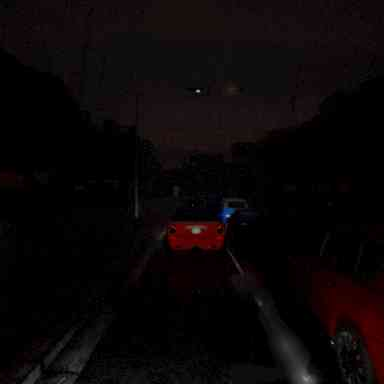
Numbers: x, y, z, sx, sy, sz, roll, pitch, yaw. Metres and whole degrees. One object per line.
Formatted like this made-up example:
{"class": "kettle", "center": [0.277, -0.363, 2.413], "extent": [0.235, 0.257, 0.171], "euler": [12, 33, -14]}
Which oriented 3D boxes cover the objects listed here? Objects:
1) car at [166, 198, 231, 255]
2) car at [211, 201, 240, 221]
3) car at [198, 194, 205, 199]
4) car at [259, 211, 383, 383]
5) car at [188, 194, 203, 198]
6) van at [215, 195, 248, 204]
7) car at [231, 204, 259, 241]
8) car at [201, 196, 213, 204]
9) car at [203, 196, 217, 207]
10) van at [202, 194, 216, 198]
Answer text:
{"class": "car", "center": [0.100, 1.309, 13.240], "extent": [2.097, 1.767, 4.553], "euler": [0, 0, -1]}
{"class": "car", "center": [2.643, 1.479, 27.114], "extent": [1.947, 1.339, 4.313], "euler": [1, 0, 0]}
{"class": "car", "center": [2.632, 1.238, 92.707], "extent": [1.967, 1.590, 4.097], "euler": [1, 0, 0]}
{"class": "car", "center": [2.650, 1.299, 4.951], "extent": [2.192, 1.841, 5.009], "euler": [1, 0, 0]}
{"class": "car", "center": [0.093, 1.372, 42.107], "extent": [1.837, 1.490, 4.892], "euler": [0, -1, 0]}
{"class": "van", "center": [2.647, 1.271, 21.573], "extent": [1.690, 1.788, 3.998], "euler": [1, 0, 0]}
{"class": "car", "center": [2.645, 1.493, 16.033], "extent": [1.887, 1.381, 4.507], "euler": [1, 0, 0]}
{"class": "car", "center": [2.636, 1.377, 60.358], "extent": [1.887, 1.381, 4.507], "euler": [1, 0, 0]}
{"class": "car", "center": [2.638, 1.379, 49.447], "extent": [1.752, 1.417, 4.829], "euler": [1, 0, 0]}
{"class": "van", "center": [2.642, 1.207, 43.735], "extent": [1.690, 1.788, 3.998], "euler": [1, 0, 0]}
